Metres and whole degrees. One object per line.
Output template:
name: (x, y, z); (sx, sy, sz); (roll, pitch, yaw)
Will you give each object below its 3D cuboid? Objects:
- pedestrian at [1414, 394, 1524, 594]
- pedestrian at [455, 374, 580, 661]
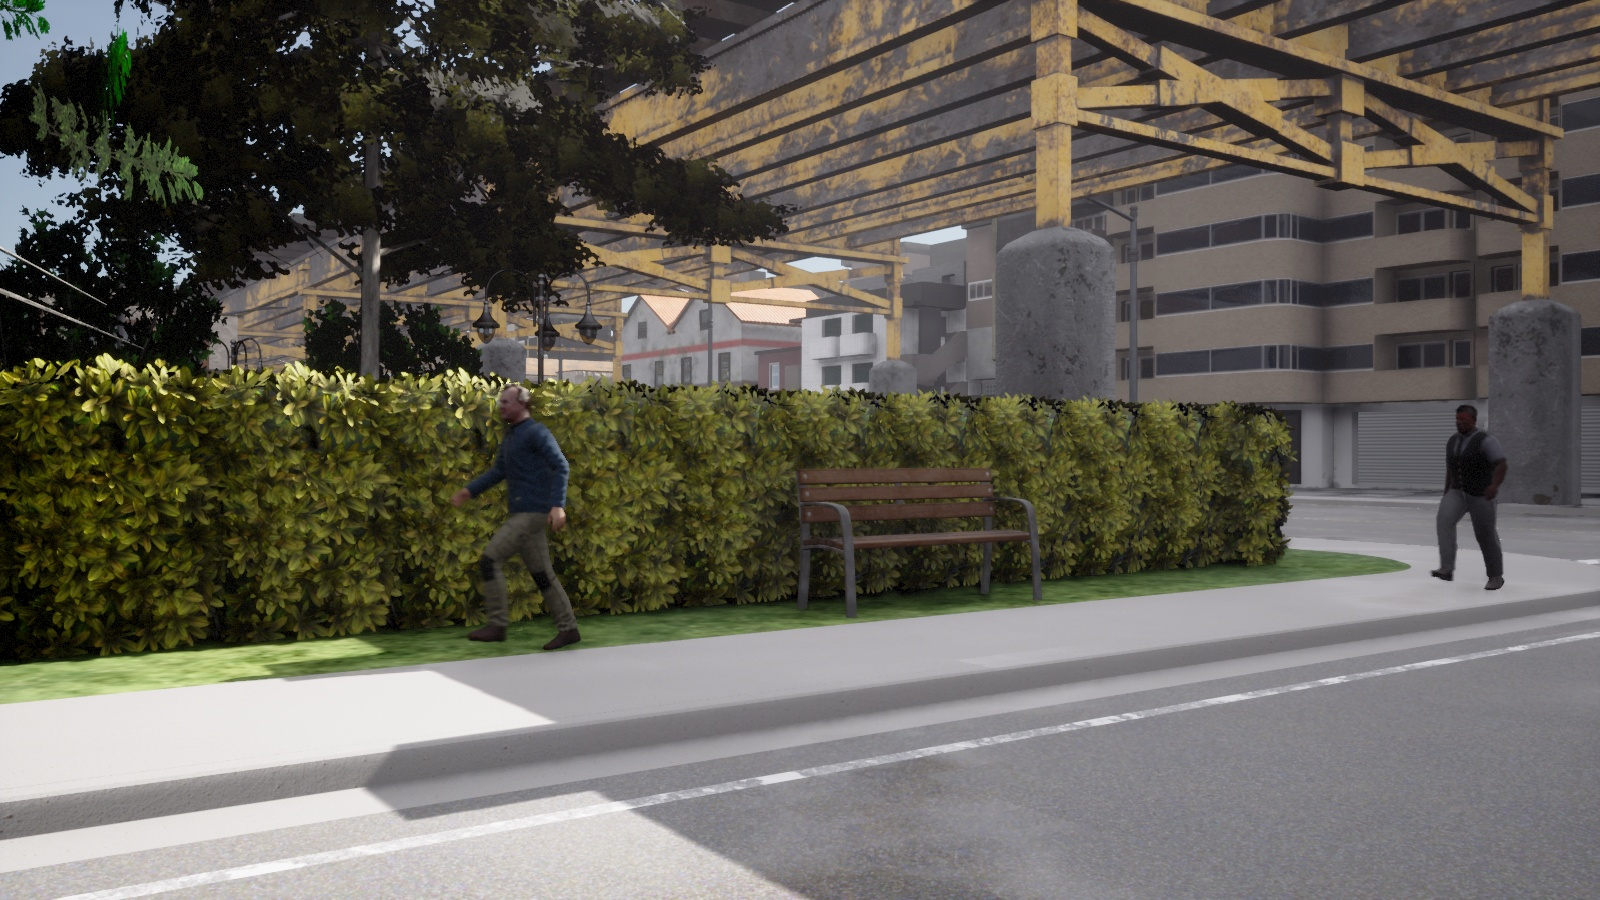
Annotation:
pedestrian: (6.546, 0.418, 12.297); (0.849, 1.883, 0.563); (0, 0, -28)
pedestrian: (-1.894, 0.434, 8.409); (0.726, 1.842, 0.402); (0, 0, -31)
